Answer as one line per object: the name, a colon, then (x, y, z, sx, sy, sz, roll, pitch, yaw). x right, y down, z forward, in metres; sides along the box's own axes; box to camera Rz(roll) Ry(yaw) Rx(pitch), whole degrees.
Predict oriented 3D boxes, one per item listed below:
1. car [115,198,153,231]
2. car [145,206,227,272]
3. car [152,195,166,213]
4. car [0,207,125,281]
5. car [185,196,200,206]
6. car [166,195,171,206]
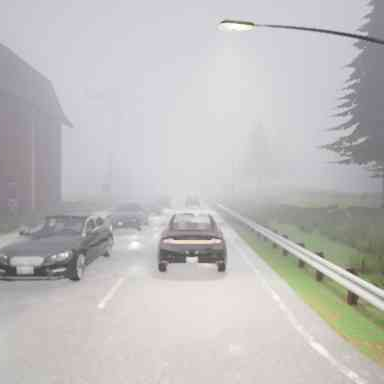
car: (-3.596, 1.327, 19.088, 1.837, 1.490, 4.892, 0, 1, 0)
car: (0.002, 1.403, 10.436, 2.128, 1.511, 4.902, 0, 1, 0)
car: (-3.591, 1.251, 29.352, 1.812, 1.442, 4.674, 0, 1, 0)
car: (-3.598, 1.403, 9.617, 2.128, 1.511, 4.902, 0, 1, 0)
car: (0.058, 1.161, 41.995, 2.033, 1.411, 5.357, 0, 1, 1)
car: (-3.550, 1.105, 39.839, 1.882, 1.535, 5.008, 0, 1, 0)
